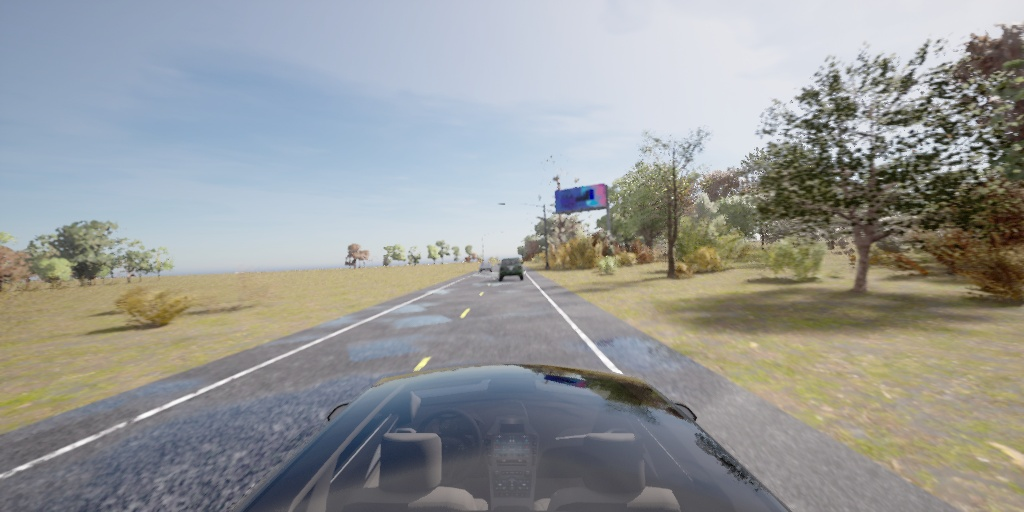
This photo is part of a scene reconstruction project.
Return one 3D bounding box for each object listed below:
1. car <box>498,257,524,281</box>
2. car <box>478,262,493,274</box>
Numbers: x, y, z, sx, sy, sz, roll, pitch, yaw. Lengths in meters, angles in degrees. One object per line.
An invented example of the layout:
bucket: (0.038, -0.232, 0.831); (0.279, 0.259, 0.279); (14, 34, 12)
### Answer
car: (-0.084, 1.165, 32.816); (2.150, 2.045, 5.566); (-3, 0, 0)
car: (-3.598, 1.569, 50.003); (2.033, 1.411, 5.357); (-3, 0, 0)
